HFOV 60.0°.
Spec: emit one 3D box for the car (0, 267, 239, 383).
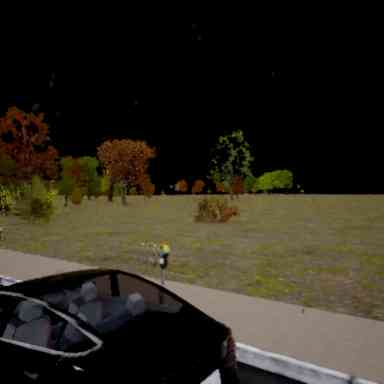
[{"bbox_3d":[-1.560,1.587,3.823,4.313,1.339,1.947,0,0,36],"label":"car"}]
